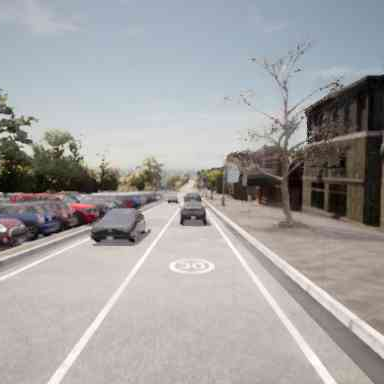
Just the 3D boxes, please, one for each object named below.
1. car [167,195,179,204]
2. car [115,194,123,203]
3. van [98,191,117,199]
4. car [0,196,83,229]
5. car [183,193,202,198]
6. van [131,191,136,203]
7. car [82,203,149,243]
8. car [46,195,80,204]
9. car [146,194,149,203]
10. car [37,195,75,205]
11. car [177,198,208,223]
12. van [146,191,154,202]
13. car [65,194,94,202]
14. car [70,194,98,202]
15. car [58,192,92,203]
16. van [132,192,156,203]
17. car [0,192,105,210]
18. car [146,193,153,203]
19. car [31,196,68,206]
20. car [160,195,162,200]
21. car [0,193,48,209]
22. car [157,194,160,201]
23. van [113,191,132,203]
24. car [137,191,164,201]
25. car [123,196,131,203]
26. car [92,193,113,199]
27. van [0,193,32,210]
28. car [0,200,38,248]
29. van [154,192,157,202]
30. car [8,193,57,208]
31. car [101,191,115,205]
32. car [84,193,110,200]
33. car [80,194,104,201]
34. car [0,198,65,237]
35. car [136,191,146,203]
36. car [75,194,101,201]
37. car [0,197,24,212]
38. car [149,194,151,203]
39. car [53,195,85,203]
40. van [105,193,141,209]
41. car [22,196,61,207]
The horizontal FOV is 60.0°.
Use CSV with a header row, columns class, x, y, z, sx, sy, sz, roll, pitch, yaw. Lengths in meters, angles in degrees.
class,x,y,z,sx,sy,sz,roll,pitch,yaw
car,-3.311,1.313,58.261,2.033,1.411,5.357,0,0,1
car,-8.971,1.276,29.899,4.553,1.767,2.185,0,0,0
van,-22.237,0.751,87.714,4.442,1.987,1.878,0,1,0
car,-8.889,1.303,18.686,4.553,1.767,2.185,0,0,0
car,0.084,1.099,40.678,2.150,2.045,5.566,0,1,0
van,-9.071,1.156,38.308,4.442,1.987,1.878,0,0,0
car,-3.356,1.506,16.251,2.033,1.411,5.357,0,0,0
car,-22.062,1.286,57.185,5.008,1.535,2.097,0,0,0
car,-8.976,1.357,46.722,4.892,1.521,2.231,0,0,0
car,-22.247,1.306,54.408,5.366,1.575,1.946,0,0,0
car,0.091,1.442,24.531,1.837,1.490,4.892,0,0,0
van,-9.101,1.076,55.134,4.442,1.987,1.878,0,0,0
car,-22.087,1.203,65.513,5.008,1.535,2.097,0,1,0
car,-22.092,1.175,68.289,5.008,1.535,2.097,0,1,0
car,-22.048,0.980,62.735,5.566,2.045,2.435,0,1,0
van,-9.116,0.996,63.545,4.442,1.987,1.878,0,1,0
car,-8.897,1.170,21.489,5.566,2.045,2.435,0,0,0
car,-9.008,1.355,52.333,4.792,1.488,2.163,0,0,0
car,-22.028,1.362,51.637,4.792,1.488,2.163,0,0,0
car,-9.006,1.233,66.351,4.674,1.452,2.002,0,1,0
car,-22.072,1.121,43.301,5.566,2.045,2.435,0,0,0
car,-8.989,1.250,60.744,5.008,1.535,2.097,0,1,0
van,-9.066,1.163,35.505,4.442,1.987,1.878,0,0,0
car,-8.985,0.885,71.955,5.566,2.045,2.435,0,1,0
car,-8.938,1.397,32.702,4.892,1.521,2.231,0,0,0
car,-22.082,1.063,82.167,4.792,1.488,2.163,0,1,0
van,-22.155,1.153,40.524,4.442,1.987,1.878,0,0,0
car,-8.941,1.316,13.079,4.553,1.767,2.185,0,0,0
van,-8.872,1.052,57.935,4.442,1.987,1.878,0,1,0
car,-22.019,1.109,46.078,5.566,2.045,2.435,0,0,0
car,-8.901,1.164,24.292,5.566,2.045,2.435,0,0,0
car,-21.916,1.087,76.615,5.366,1.575,1.946,0,1,0
car,-22.126,1.148,73.840,4.792,1.488,2.163,0,1,0
car,-8.884,1.309,15.883,4.553,1.767,2.185,0,0,0
car,-8.931,1.124,41.113,5.566,2.045,2.435,0,0,0
car,-22.098,1.148,71.065,4.892,1.521,2.231,0,1,0
car,-22.219,1.382,37.750,5.366,1.575,1.946,0,0,0
car,-8.972,1.382,49.525,4.674,1.452,2.002,0,0,0
car,-22.066,1.261,59.963,4.892,1.521,2.231,0,1,0
van,-9.081,1.143,43.913,4.442,1.987,1.878,0,0,0
car,-22.081,1.377,48.854,4.792,1.488,2.163,0,0,0
